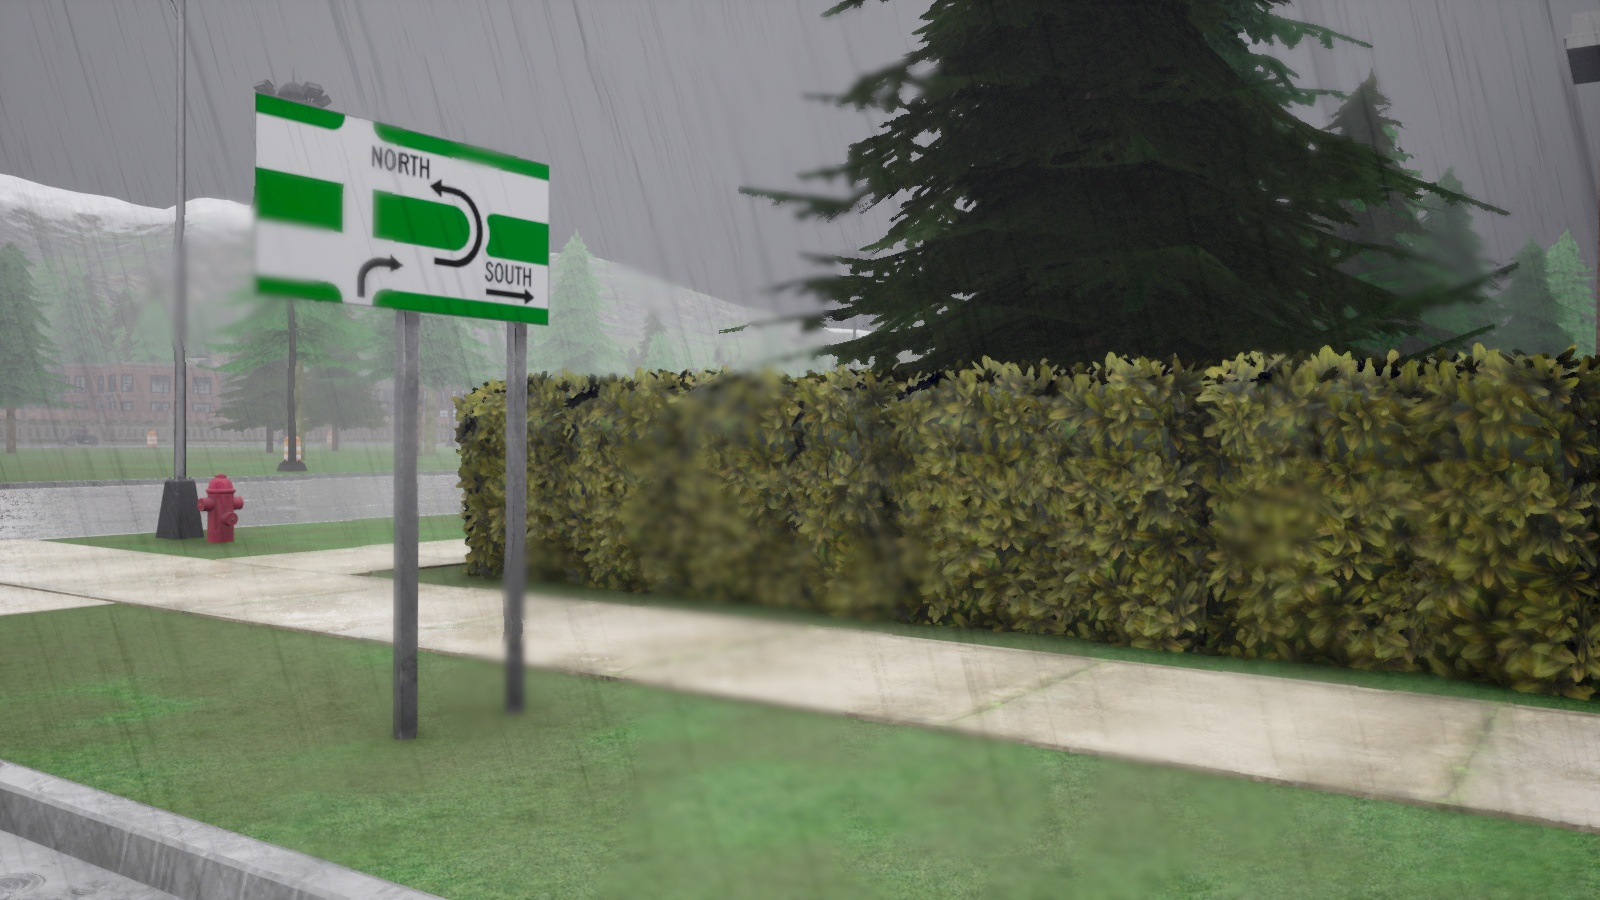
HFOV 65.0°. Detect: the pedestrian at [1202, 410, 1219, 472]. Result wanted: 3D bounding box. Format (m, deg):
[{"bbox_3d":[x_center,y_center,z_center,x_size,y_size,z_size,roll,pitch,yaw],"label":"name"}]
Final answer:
[{"bbox_3d":[12.335,-0.266,37.717,0.345,1.836,0.594,0,1,34],"label":"pedestrian"}]
